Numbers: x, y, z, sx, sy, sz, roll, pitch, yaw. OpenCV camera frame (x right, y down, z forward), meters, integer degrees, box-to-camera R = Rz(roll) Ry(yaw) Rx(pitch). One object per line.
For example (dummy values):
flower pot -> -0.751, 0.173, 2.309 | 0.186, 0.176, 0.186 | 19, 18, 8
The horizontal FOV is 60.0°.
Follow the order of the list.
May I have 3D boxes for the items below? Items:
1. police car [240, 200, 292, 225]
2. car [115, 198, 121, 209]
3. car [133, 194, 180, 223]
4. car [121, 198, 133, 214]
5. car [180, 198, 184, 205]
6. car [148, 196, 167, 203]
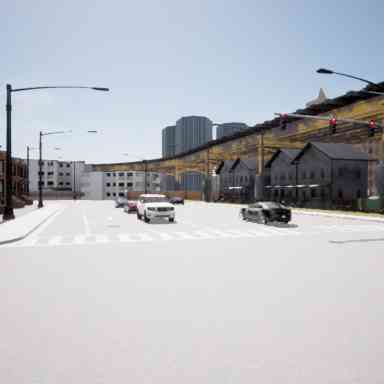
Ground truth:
police car -> 5.193, 1.425, 24.283 | 1.930, 1.638, 5.238 | 0, 0, -19
car -> -9.669, 1.547, 46.267 | 2.033, 1.411, 5.357 | 0, 0, -18
car -> -2.969, 1.221, 26.278 | 2.150, 2.045, 5.566 | 0, 0, -19
car -> -6.156, 1.601, 35.763 | 1.895, 1.301, 4.718 | 0, 0, -19
car -> -2.842, 1.564, 59.062 | 1.994, 1.385, 4.181 | 0, 0, -22
car -> -7.092, 1.526, 67.780 | 1.812, 1.442, 4.674 | 0, 0, -36
